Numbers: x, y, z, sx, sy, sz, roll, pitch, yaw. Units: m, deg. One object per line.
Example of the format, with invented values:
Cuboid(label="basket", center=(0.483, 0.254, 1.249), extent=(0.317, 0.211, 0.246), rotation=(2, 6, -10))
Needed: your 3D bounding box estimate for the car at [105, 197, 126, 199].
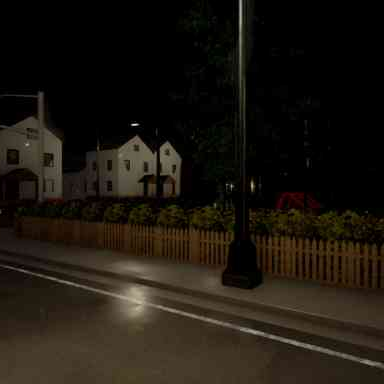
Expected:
Cuboid(label="car", center=(-9.389, 1.352, 38.811), extent=(2.097, 1.767, 4.553), rotation=(0, 0, 35))

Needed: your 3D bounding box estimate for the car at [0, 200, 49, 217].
Cuboid(label="car", center=(-15.037, 1.491, 30.641), extent=(2.128, 1.511, 4.902), rotation=(0, 0, 35))
